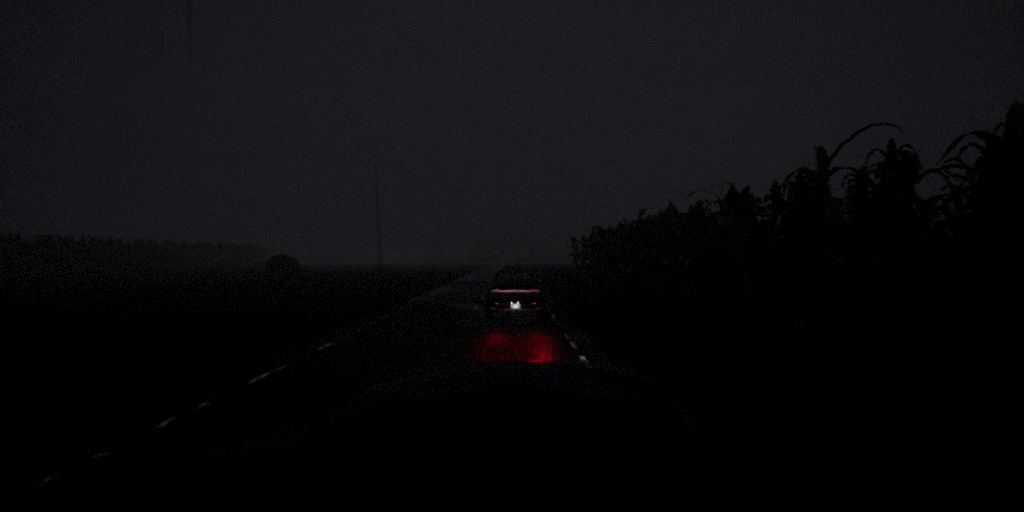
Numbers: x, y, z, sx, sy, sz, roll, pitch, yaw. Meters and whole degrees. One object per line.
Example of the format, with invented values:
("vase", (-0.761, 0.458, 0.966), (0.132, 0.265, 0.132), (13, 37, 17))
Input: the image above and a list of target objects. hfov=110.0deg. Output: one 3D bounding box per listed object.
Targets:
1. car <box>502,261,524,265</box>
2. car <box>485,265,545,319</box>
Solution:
("car", (0.101, 1.175, 33.438), (1.882, 1.535, 5.008), (0, 0, 0))
("car", (0.101, 1.227, 12.715), (2.128, 1.511, 4.902), (0, 0, 0))
